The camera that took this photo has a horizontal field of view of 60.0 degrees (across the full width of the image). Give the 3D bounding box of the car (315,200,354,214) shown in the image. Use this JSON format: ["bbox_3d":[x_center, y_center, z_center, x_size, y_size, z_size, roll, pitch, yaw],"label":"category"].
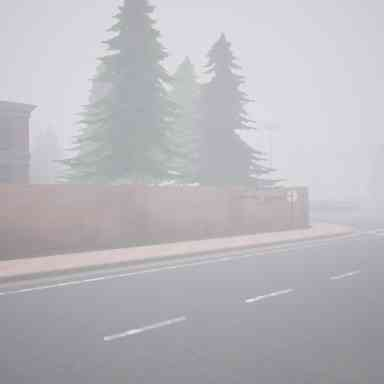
[{"bbox_3d":[14.833,1.547,36.600,2.033,1.411,5.357,0,0,-35],"label":"car"}]

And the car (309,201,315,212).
[{"bbox_3d":[10.572,1.505,36.562,1.837,1.490,4.892,0,0,-35],"label":"car"}]
